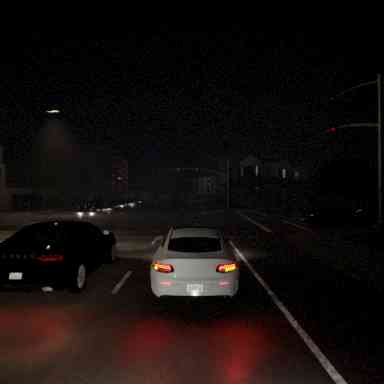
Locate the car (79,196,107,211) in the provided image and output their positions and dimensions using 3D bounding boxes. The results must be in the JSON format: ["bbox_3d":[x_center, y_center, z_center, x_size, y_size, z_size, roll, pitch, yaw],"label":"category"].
[{"bbox_3d":[-14.102,1.600,46.862,2.150,2.045,5.566,0,-1,0],"label":"car"}]

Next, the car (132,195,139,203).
[{"bbox_3d":[-14.008,1.815,76.343,1.895,1.301,4.718,0,1,0],"label":"car"}]

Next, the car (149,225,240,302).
[{"bbox_3d":[0.066,1.539,8.185,1.812,1.442,4.674,0,0,0],"label":"car"}]

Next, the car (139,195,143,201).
[{"bbox_3d":[-14.009,1.529,86.639,2.097,1.767,4.553,0,0,0],"label":"car"}]

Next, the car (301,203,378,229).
[{"bbox_3d":[9.563,1.610,21.840,4.674,1.442,1.812,0,-1,0],"label":"car"}]

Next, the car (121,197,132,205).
[{"bbox_3d":[-14.019,1.904,66.479,2.033,1.411,5.357,0,1,0],"label":"car"}]

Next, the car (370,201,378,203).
[{"bbox_3d":[14.246,1.488,25.507,4.553,1.767,2.097,0,-1,0],"label":"car"}]

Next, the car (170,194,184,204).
[{"bbox_3d":[-3.464,1.502,72.028,2.150,2.045,5.566,0,1,0],"label":"car"}]

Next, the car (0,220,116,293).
[{"bbox_3d":[-3.430,1.497,8.971,1.882,1.535,5.008,0,0,0],"label":"car"}]

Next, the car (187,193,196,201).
[{"bbox_3d":[-0.009,1.405,89.313,2.150,2.045,5.566,0,-1,0],"label":"car"}]

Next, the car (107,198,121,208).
[{"bbox_3d":[-14.086,1.913,56.706,2.128,1.511,4.902,0,0,0],"label":"car"}]
